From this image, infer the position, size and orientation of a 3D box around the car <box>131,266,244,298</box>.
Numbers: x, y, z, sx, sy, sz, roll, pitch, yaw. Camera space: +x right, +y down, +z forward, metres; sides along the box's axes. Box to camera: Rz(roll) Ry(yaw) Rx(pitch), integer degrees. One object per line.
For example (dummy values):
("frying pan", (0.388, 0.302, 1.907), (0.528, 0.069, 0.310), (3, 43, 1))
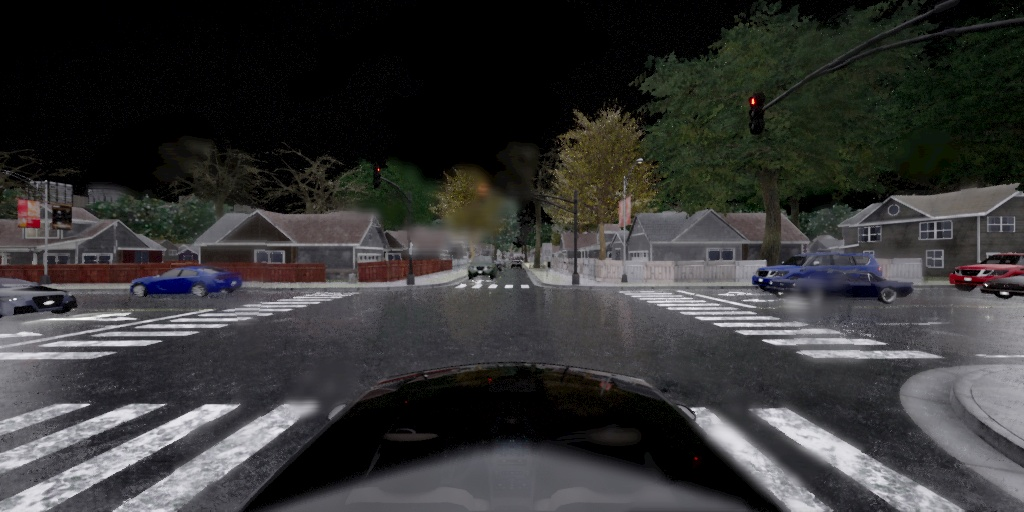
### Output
("car", (-16.841, 1.315, 18.689), (5.008, 1.535, 1.882), (0, 0, 2))

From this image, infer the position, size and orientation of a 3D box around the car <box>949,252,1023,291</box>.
("car", (25.851, 0.811, 18.107), (5.566, 2.045, 2.150), (0, 0, 1))

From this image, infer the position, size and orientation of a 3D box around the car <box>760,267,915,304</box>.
("car", (13.555, 1.260, 15.059), (4.718, 1.301, 1.895), (0, 0, 1))

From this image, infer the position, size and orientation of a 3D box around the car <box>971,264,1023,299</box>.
("car", (23.205, 1.153, 14.903), (5.357, 1.411, 2.033), (0, 0, 1))

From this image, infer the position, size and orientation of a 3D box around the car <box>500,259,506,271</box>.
("car", (-2.301, 1.327, 49.086), (2.033, 1.411, 5.357), (0, 0, 1))

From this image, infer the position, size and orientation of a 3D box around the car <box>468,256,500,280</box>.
("car", (-2.572, 0.986, 32.178), (2.150, 2.045, 5.566), (0, 0, 1))

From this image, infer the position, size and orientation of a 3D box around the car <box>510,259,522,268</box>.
("car", (0.741, 1.299, 61.404), (1.837, 1.490, 4.892), (0, 0, 1))

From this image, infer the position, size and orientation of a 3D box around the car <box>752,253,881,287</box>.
("car", (15.485, 0.868, 18.291), (5.566, 2.045, 2.150), (0, 0, 1))

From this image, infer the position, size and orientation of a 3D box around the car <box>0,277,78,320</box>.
("car", (-17.591, 1.410, 12.124), (4.181, 1.385, 1.994), (0, 0, 1))

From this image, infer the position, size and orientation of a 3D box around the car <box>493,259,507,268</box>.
("car", (-2.085, 1.290, 64.268), (2.128, 1.511, 4.902), (0, 0, 1))
